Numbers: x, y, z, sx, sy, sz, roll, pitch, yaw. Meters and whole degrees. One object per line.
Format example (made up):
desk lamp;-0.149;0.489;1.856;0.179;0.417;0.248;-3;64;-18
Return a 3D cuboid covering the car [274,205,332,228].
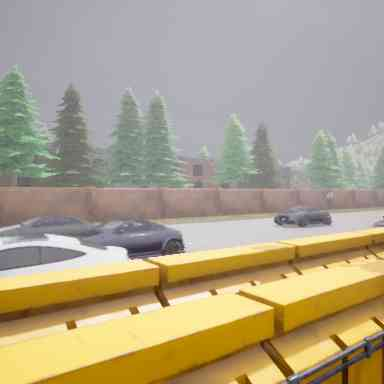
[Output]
car;7.407;1.564;22.151;4.181;1.385;1.994;0;0;-35

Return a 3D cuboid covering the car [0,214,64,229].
car;-5.675;1.563;12.821;4.181;1.385;1.994;0;0;-35

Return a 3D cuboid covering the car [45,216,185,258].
car;-2.288;1.564;10.937;4.181;1.385;1.994;0;0;-35

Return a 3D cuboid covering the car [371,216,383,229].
car;10.226;1.525;15.564;4.674;1.442;1.812;0;0;-35

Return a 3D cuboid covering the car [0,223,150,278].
car;-3.308;1.525;5.914;4.674;1.442;1.812;0;0;-36
